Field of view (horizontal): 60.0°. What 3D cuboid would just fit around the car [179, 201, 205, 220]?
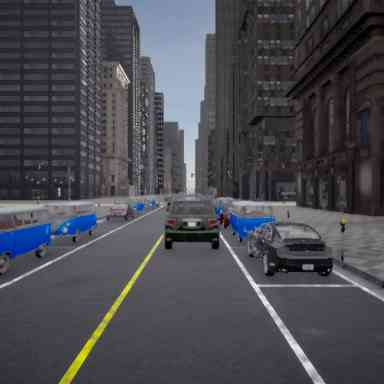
[{"bbox_3d":[0.000,1.567,29.651,2.033,1.411,5.357,0,0,0],"label":"car"}]

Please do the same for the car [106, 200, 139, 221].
[{"bbox_3d":[-5.764,1.584,27.109,1.802,1.307,4.206,0,0,0],"label":"car"}]

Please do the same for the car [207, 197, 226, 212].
[{"bbox_3d":[2.761,1.446,38.474,1.967,1.590,4.097,0,0,0],"label":"car"}]

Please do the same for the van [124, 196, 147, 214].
[{"bbox_3d":[-5.764,1.345,32.787,1.690,1.788,3.998,0,0,0],"label":"van"}]

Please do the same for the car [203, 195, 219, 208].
[{"bbox_3d":[2.761,1.325,49.829,2.192,1.841,5.009,0,0,0],"label":"car"}]

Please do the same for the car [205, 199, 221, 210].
[{"bbox_3d":[2.761,1.589,44.152,1.802,1.307,4.206,0,0,0],"label":"car"}]

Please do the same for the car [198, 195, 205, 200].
[{"bbox_3d":[2.761,1.581,93.725,1.887,1.381,4.507,0,0,0],"label":"car"}]

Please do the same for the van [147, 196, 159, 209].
[{"bbox_3d":[-5.764,1.349,44.142,1.690,1.788,3.998,0,0,0],"label":"van"}]

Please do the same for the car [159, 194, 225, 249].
[{"bbox_3d":[0.000,1.259,14.680,2.150,2.045,5.566,0,0,0],"label":"car"}]

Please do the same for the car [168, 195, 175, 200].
[{"bbox_3d":[-5.764,1.602,93.716,1.947,1.339,4.313,0,0,0],"label":"car"}]

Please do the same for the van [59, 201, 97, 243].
[{"bbox_3d":[-5.764,1.341,15.755,1.690,1.788,3.998,0,0,0],"label":"van"}]

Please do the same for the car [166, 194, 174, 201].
[{"bbox_3d":[-5.765,1.472,88.076,1.967,1.590,4.097,0,0,0],"label":"car"}]

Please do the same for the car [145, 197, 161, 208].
[{"bbox_3d":[-5.764,1.535,49.649,1.752,1.417,4.829,0,0,0],"label":"car"}]

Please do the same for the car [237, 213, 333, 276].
[{"bbox_3d":[2.761,1.550,10.087,2.008,1.369,4.403,0,0,0],"label":"car"}]

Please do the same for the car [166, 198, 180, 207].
[{"bbox_3d":[-3.000,1.667,53.621,1.895,1.301,4.718,0,0,0],"label":"car"}]

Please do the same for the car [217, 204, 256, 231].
[{"bbox_3d":[2.761,1.545,21.442,1.887,1.381,4.507,0,0,0],"label":"car"}]

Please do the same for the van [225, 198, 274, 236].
[{"bbox_3d":[2.761,1.341,15.764,1.690,1.788,3.998,0,0,0],"label":"van"}]

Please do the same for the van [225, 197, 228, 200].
[{"bbox_3d":[2.761,1.343,27.119,1.690,1.788,3.998,0,0,0],"label":"van"}]

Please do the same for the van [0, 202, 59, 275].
[{"bbox_3d":[-5.764,1.340,10.077,1.690,1.788,3.998,0,0,0],"label":"van"}]
